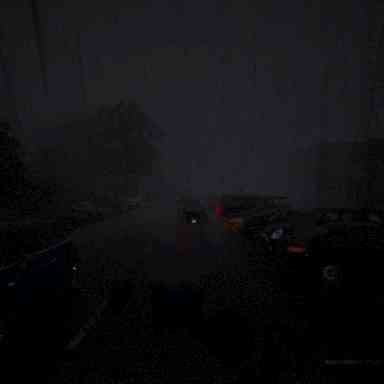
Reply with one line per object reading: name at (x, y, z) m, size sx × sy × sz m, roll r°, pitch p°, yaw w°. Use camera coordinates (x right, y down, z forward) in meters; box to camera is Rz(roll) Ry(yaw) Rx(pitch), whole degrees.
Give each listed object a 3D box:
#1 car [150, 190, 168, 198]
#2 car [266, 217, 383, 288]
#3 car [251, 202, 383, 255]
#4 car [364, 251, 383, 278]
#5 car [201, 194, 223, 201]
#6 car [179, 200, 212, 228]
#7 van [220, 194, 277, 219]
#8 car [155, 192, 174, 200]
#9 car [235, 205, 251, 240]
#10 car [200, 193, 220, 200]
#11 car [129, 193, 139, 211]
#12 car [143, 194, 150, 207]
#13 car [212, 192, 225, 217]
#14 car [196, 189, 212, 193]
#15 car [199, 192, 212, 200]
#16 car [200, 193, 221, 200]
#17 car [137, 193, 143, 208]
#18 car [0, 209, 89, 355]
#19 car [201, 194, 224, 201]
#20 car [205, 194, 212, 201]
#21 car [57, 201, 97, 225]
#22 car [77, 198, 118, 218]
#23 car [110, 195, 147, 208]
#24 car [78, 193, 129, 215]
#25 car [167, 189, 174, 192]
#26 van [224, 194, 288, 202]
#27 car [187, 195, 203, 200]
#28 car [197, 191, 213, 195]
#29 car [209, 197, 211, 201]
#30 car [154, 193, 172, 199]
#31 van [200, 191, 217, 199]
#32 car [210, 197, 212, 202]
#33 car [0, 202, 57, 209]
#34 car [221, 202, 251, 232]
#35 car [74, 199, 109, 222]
car at (-8.168, 1.016, 73.648) m, size 4.553 × 1.767 × 2.185 m, roll 0°, pitch 0°, yaw 0°
car at (4.539, 1.511, 8.621) m, size 4.674 × 1.452 × 2.002 m, roll 0°, pitch 0°, yaw 0°
car at (4.574, 1.343, 11.403) m, size 4.553 × 1.767 × 2.185 m, roll 0°, pitch 0°, yaw 0°
car at (4.570, 1.507, 3.055) m, size 4.792 × 1.488 × 2.163 m, roll 0°, pitch 0°, yaw 0°
car at (4.377, 1.181, 73.648) m, size 4.674 × 1.452 × 2.002 m, roll 0°, pitch 0°, yaw 0°
car at (0.105, 1.497, 21.619) m, size 1.812 × 1.442 × 4.674 m, roll 0°, pitch 0°, yaw 0°
van at (4.662, 1.213, 27.980) m, size 4.442 × 1.987 × 1.878 m, roll 0°, pitch 0°, yaw 0°
car at (-3.484, 1.077, 46.163) m, size 2.033 × 1.411 × 5.357 m, roll 0°, pitch 0°, yaw 0°
car at (4.537, 1.465, 14.188) m, size 4.892 × 1.521 × 2.231 m, roll 0°, pitch 0°, yaw 0°
car at (4.399, 1.108, 82.125) m, size 5.008 × 1.535 × 2.097 m, roll 0°, pitch 0°, yaw 0°
car at (-8.564, 1.297, 36.331) m, size 4.553 × 1.767 × 2.185 m, roll 0°, pitch 0°, yaw 0°
car at (-8.560, 1.160, 42.026) m, size 5.566 × 2.045 × 2.435 m, roll 0°, pitch 0°, yaw 0°
car at (4.574, 1.192, 25.321) m, size 5.566 × 2.045 × 2.435 m, roll 0°, pitch 0°, yaw 0°
car at (4.440, 0.846, 84.950) m, size 5.566 × 2.045 × 2.435 m, roll 0°, pitch 0°, yaw 0°
car at (4.334, 1.193, 67.996) m, size 4.792 × 1.488 × 2.163 m, roll 0°, pitch 0°, yaw 0°
car at (4.401, 1.119, 79.300) m, size 5.008 × 1.535 × 2.097 m, roll 0°, pitch 0°, yaw 0°
car at (-8.563, 1.291, 39.116) m, size 4.553 × 1.767 × 2.185 m, roll 0°, pitch 0°, yaw 0°
car at (-3.598, 1.347, 5.733) m, size 2.097 × 1.767 × 4.553 m, roll 0°, pitch 0°, yaw 0°
car at (4.369, 1.192, 70.823) m, size 4.674 × 1.452 × 2.002 m, roll 0°, pitch 0°, yaw 0°
car at (4.534, 1.445, 44.662) m, size 4.674 × 1.452 × 2.002 m, roll -1°, pitch 0°, yaw 0°
car at (-8.506, 1.484, 19.746) m, size 4.792 × 1.488 × 2.163 m, roll 0°, pitch 0°, yaw 0°
car at (-8.720, 1.442, 25.192) m, size 5.366 × 1.575 × 1.946 m, roll 0°, pitch 0°, yaw 0°
car at (-8.499, 1.280, 44.811) m, size 4.553 × 1.767 × 2.185 m, roll 0°, pitch 0°, yaw 0°
car at (-8.562, 1.188, 27.976) m, size 5.566 × 2.045 × 2.435 m, roll 0°, pitch 0°, yaw 0°
car at (-8.120, 0.825, 90.465) m, size 5.566 × 2.045 × 2.435 m, roll 0°, pitch 0°, yaw 0°
van at (4.661, 1.223, 22.538) m, size 4.442 × 1.987 × 1.878 m, roll 0°, pitch 0°, yaw 0°
car at (0.116, 1.436, 41.972) m, size 1.837 × 1.490 × 4.892 m, roll 0°, pitch 0°, yaw 0°
car at (4.202, 1.127, 76.474) m, size 5.366 × 1.575 × 1.946 m, roll 0°, pitch 0°, yaw 0°
car at (4.545, 1.462, 36.454) m, size 4.674 × 1.452 × 2.002 m, roll 0°, pitch 0°, yaw 0°
car at (-8.134, 1.062, 93.301) m, size 5.008 × 1.535 × 2.097 m, roll 0°, pitch 0°, yaw 0°
van at (4.304, 0.861, 87.776) m, size 4.442 × 1.987 × 1.878 m, roll 0°, pitch 0°, yaw 0°
car at (4.576, 1.457, 33.671) m, size 4.792 × 1.488 × 2.163 m, roll 0°, pitch 0°, yaw 0°
car at (-8.568, 1.339, 14.177) m, size 4.553 × 1.767 × 2.185 m, roll 0°, pitch 0°, yaw 0°
car at (4.358, 1.456, 16.971) m, size 5.366 × 1.575 × 1.946 m, roll 0°, pitch 0°, yaw 0°
car at (-8.540, 1.450, 22.532) m, size 5.008 × 1.535 × 2.097 m, roll 0°, pitch 0°, yaw 0°
